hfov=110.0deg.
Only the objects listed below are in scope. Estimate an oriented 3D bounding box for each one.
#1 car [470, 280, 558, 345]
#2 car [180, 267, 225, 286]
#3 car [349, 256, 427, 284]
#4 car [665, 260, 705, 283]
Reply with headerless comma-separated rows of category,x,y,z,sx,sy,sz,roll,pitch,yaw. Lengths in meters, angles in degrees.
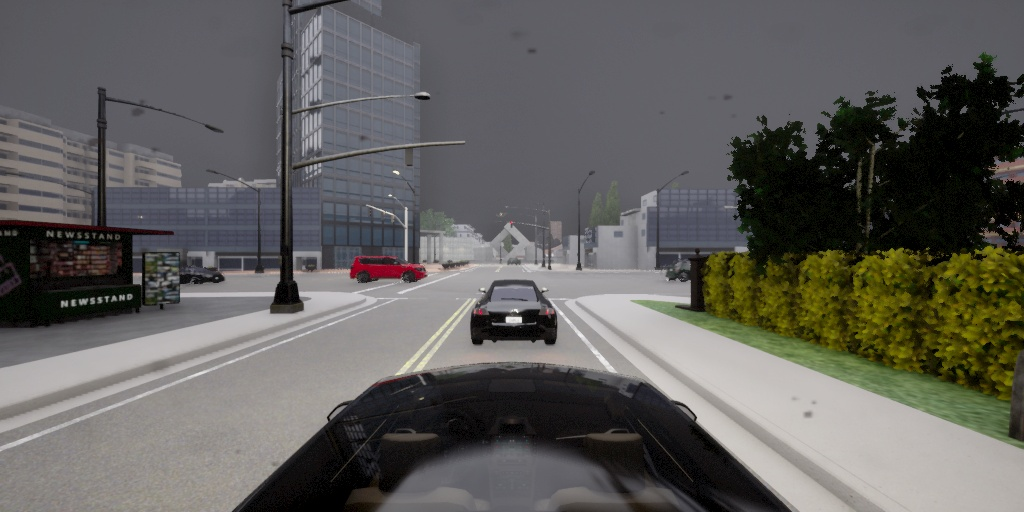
car,0.044,1.314,9.553,1.994,1.385,4.181,0,0,0
car,-24.259,1.508,27.036,4.181,1.385,1.994,-1,0,-1
car,-9.391,1.019,27.346,5.566,2.045,2.150,0,0,-3
car,14.322,1.088,27.513,4.553,1.767,2.097,0,0,-1
